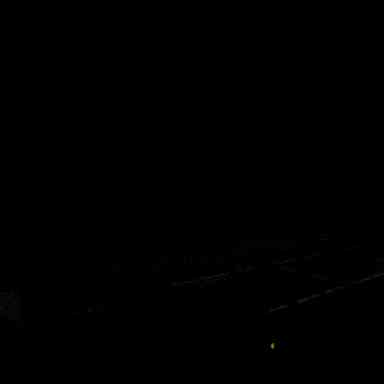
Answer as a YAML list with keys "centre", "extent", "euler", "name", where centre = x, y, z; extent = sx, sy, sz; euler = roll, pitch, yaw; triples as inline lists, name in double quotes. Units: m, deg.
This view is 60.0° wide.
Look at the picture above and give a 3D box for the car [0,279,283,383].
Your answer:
- centre: [-1.297, 1.522, 2.439]
  extent: [4.674, 1.442, 1.812]
  euler: [-1, 1, -35]
  name: "car"
